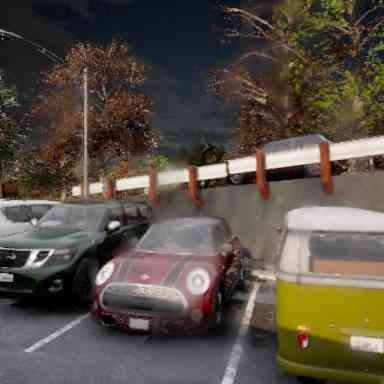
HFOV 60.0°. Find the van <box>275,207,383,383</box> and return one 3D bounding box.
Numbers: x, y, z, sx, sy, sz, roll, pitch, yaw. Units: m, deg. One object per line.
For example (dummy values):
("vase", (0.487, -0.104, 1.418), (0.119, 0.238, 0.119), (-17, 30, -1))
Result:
("van", (2.301, 1.265, 5.369), (1.878, 1.987, 4.442), (0, -1, 15))

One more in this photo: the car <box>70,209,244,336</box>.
("car", (-0.171, 1.370, 7.040), (2.185, 1.767, 4.553), (0, -1, 15))

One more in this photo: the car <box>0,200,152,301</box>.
("car", (-2.642, 1.250, 8.739), (2.435, 2.045, 5.566), (0, -1, 15))

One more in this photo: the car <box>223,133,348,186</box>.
("car", (3.439, -1.202, 12.978), (4.553, 1.767, 2.097), (-6, -3, 36))

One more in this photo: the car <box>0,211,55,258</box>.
("car", (-7.574, 1.544, 12.302), (2.163, 1.488, 4.792), (0, -1, 16))
